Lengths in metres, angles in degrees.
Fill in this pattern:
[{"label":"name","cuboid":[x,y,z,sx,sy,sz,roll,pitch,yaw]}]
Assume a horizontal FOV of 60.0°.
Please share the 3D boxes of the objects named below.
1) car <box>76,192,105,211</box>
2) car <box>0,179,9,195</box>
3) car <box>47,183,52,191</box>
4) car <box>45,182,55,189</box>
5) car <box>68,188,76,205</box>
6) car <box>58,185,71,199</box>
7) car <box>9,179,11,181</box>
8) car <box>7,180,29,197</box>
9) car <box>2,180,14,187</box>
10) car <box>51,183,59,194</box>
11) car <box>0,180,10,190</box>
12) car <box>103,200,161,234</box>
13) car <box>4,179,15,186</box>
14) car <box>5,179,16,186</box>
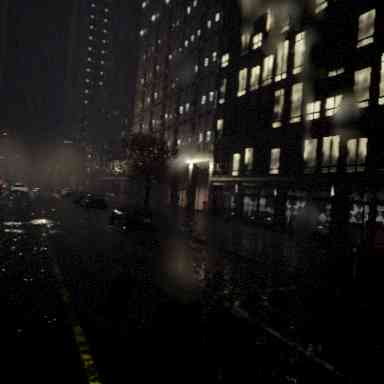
[{"label":"car","cuboid":[-8.013,0.832,27.169,1.802,1.307,4.206,5,0,-27]},{"label":"car","cuboid":[-23.048,-0.685,38.672,2.192,1.841,5.009,5,0,-27]},{"label":"car","cuboid":[-25.683,-0.799,62.709,1.887,1.381,4.507,5,0,-27]},{"label":"car","cuboid":[-33.254,-1.496,77.938,1.887,1.381,4.507,5,0,-27]},{"label":"car","cuboid":[-10.537,0.607,32.246,1.802,1.307,4.206,5,0,-27]},{"label":"car","cuboid":[-15.658,0.092,42.552,1.752,1.417,4.829,5,0,-27]},{"label":"car","cuboid":[-28.108,-1.017,48.827,1.967,1.590,4.097,5,0,-27]},{"label":"car","cuboid":[-20.537,-0.279,39.596,1.812,1.442,4.674,4,0,-27]},{"label":"car","cuboid":[-38.219,-1.816,69.139,1.947,1.339,4.313,5,0,-27]},{"label":"car","cuboid":[-20.635,-0.317,52.555,1.947,1.339,4.313,5,0,-27]},{"label":"car","cuboid":[-30.565,-1.155,53.754,1.752,1.417,4.829,5,0,-27]},{"label":"car","cuboid":[-2.961,1.260,17.015,1.947,1.339,4.313,5,0,-27]},{"label":"car","cuboid":[-40.741,-2.070,74.216,1.887,1.381,4.507,5,0,-27]},{"label":"car","cuboid":[-43.267,-2.299,79.295,2.008,1.369,4.403,5,0,-27]}]
